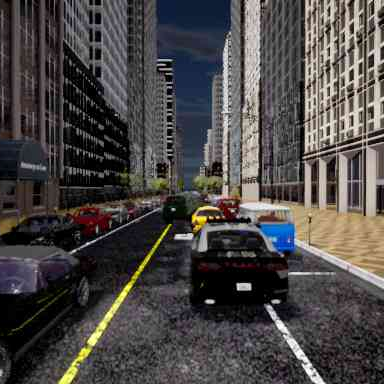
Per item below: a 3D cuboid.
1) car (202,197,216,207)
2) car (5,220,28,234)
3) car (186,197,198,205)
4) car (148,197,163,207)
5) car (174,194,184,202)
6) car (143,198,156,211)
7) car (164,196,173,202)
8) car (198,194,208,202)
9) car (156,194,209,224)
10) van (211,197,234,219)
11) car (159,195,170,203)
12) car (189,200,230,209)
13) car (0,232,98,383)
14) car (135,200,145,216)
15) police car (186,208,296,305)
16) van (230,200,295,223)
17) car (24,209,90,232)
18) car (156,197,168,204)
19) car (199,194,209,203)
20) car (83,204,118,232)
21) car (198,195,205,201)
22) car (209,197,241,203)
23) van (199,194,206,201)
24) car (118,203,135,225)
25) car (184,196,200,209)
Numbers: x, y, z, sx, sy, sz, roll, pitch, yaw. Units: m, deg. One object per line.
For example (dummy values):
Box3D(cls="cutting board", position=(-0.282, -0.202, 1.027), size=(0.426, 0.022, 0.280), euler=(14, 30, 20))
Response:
Box3D(cls="car", position=(2.650, 1.596, 52.646), size=(2.008, 1.369, 4.403), euler=(-1, 0, 0))
Box3D(cls="car", position=(-5.703, 1.557, 7.172), size=(2.008, 1.369, 4.403), euler=(-1, 0, 0))
Box3D(cls="car", position=(-0.038, 1.615, 59.217), size=(1.994, 1.385, 4.181), euler=(0, 0, 0))
Box3D(cls="car", position=(-5.731, 1.597, 52.641), size=(2.008, 1.369, 4.403), euler=(-1, 0, 0))
Box3D(cls="car", position=(-3.048, 1.418, 78.074), size=(2.097, 1.767, 4.553), euler=(0, 0, 0))
Box3D(cls="car", position=(-5.724, 1.587, 41.274), size=(2.008, 1.369, 4.403), euler=(-1, 0, 0))
Box3D(cls="car", position=(-5.748, 1.594, 80.890), size=(1.752, 1.417, 4.829), euler=(-1, 0, 0))
Box3D(cls="car", position=(2.630, 1.383, 81.066), size=(2.192, 1.841, 5.009), euler=(-1, 0, 0))
Box3D(cls="car", position=(-0.159, 1.242, 24.590), size=(2.150, 2.045, 5.566), euler=(-1, 0, 24))
Box3D(cls="van", position=(2.661, 1.368, 29.912), size=(1.690, 1.788, 3.998), euler=(-1, 0, 0))
Box3D(cls="car", position=(-5.743, 1.500, 69.692), size=(1.967, 1.590, 4.097), euler=(-1, 0, 0))
Box3D(cls="car", position=(0.888, 1.472, 18.396), size=(1.801, 1.575, 5.366), euler=(0, 0, 0))
Box3D(cls="car", position=(-3.002, 1.605, 5.112), size=(1.895, 1.301, 4.718), euler=(0, 0, 0))
Box3D(cls="car", position=(-5.717, 1.609, 29.907), size=(1.802, 1.307, 4.206), euler=(-1, 0, 0))
Box3D(cls="police car", position=(0.893, 1.433, 8.316), size=(1.930, 1.638, 5.238), euler=(0, 0, 0))
Box3D(cls="van", position=(2.672, 1.352, 12.861), size=(1.690, 1.788, 3.998), euler=(-1, 0, 0))
Box3D(cls="car", position=(-5.707, 1.577, 12.856), size=(1.947, 1.339, 4.313), euler=(-1, 0, 0))
Box3D(cls="car", position=(-5.738, 1.637, 64.008), size=(1.802, 1.307, 4.206), euler=(-1, 0, 0))
Box3D(cls="car", position=(2.633, 1.379, 75.381), size=(2.192, 1.841, 5.009), euler=(-1, 0, 0))
Box3D(cls="car", position=(-5.710, 1.561, 18.540), size=(1.887, 1.381, 4.507), euler=(-1, 0, 0))
Box3D(cls="car", position=(2.624, 1.517, 92.432), size=(1.967, 1.590, 4.097), euler=(-1, 0, 0))
Box3D(cls="car", position=(2.664, 1.336, 24.229), size=(2.192, 1.841, 5.009), euler=(-1, 0, 0))
Box3D(cls="van", position=(2.627, 1.414, 86.749), size=(1.690, 1.788, 3.998), euler=(-1, 0, 0))
Box3D(cls="car", position=(-5.714, 1.572, 24.223), size=(2.008, 1.369, 4.403), euler=(-1, 0, 0))
Box3D(cls="car", position=(-0.009, 1.392, 46.117), size=(2.097, 1.767, 4.553), euler=(0, 0, 0))
